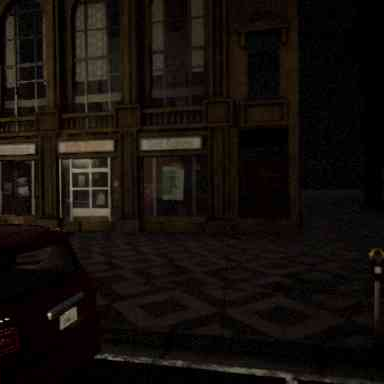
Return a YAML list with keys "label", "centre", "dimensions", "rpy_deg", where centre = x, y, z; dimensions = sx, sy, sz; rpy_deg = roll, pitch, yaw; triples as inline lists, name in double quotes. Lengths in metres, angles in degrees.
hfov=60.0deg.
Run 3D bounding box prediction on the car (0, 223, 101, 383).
- label: "car"
  centre: [-3.504, 1.299, 3.660]
  dimensions: [5.009, 1.841, 2.192]
  rpy_deg: [-1, 1, 12]
